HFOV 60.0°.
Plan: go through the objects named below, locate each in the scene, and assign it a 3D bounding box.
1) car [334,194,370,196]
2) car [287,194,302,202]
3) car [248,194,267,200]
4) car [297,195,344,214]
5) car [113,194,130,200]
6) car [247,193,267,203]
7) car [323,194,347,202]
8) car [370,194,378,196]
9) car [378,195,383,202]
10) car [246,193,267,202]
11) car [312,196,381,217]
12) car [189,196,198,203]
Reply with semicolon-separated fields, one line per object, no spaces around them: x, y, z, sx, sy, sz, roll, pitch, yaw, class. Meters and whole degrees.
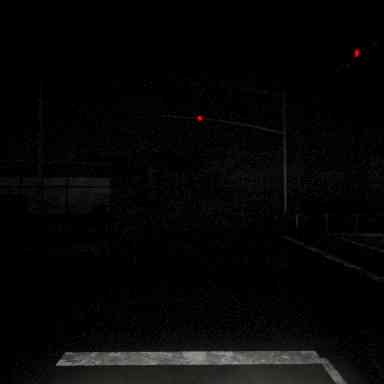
20.626;1.320;43.357;3.633;1.501;1.845;0;0;0;car
21.291;1.097;65.809;4.605;1.855;1.932;0;0;0;car
18.080;1.334;91.697;4.902;1.511;2.128;0;0;0;car
12.999;1.330;31.481;5.027;1.636;2.152;0;0;0;car
-19.455;1.333;91.650;4.674;1.442;1.812;0;0;0;car
12.812;1.361;65.738;3.806;1.475;1.970;0;0;0;car
31.274;1.298;72.790;4.514;1.523;2.007;0;0;0;car
38.338;1.232;69.156;3.806;1.475;1.970;0;0;0;car
38.686;1.154;62.739;5.027;1.636;2.152;0;0;0;car
13.410;1.077;69.065;3.866;1.878;1.905;0;0;0;car
13.063;1.340;28.344;4.514;1.523;2.007;0;0;0;car
0.232;1.547;69.759;2.033;1.411;5.357;0;0;0;car
